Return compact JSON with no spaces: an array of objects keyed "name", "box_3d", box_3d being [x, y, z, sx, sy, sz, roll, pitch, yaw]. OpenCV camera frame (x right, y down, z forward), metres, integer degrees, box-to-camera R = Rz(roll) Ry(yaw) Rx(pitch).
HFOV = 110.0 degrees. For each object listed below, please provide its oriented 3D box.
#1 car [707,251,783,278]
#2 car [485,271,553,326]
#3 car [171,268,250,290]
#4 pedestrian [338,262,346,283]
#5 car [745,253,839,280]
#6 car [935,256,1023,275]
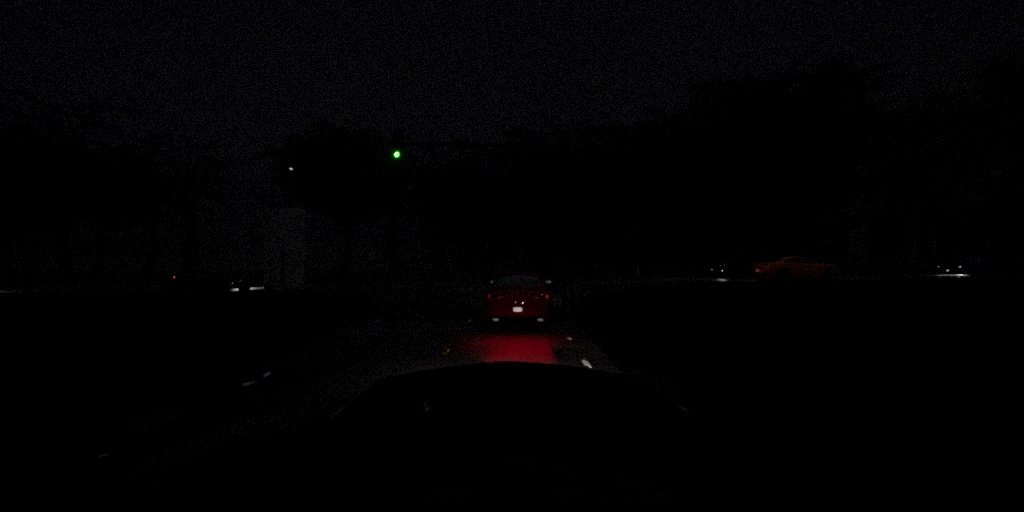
[{"name":"car","box_3d":[18.261,0.664,27.797,5.566,2.045,2.150,-1,-2,0]},{"name":"car","box_3d":[0.279,1.214,11.668,1.882,1.535,5.008,0,0,3]},{"name":"car","box_3d":[-20.185,1.513,24.113,4.181,1.385,1.994,-1,-2,0]},{"name":"pedestrian","box_3d":[-15.104,1.411,31.714,0.375,1.860,0.375,0,-1,0]},{"name":"car","box_3d":[18.992,0.780,24.131,5.008,1.535,1.882,-1,-2,0]},{"name":"car","box_3d":[36.374,0.707,27.772,5.357,1.411,2.033,-1,-2,0]}]
